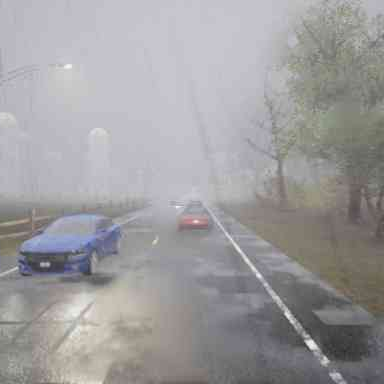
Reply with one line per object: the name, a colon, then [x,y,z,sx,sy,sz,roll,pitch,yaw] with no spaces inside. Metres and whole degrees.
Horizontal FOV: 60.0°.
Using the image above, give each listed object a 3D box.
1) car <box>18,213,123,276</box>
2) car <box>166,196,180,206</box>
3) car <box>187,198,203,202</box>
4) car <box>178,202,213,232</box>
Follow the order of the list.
car: [-3.549,1.488,10.573,1.882,1.535,5.008,0,0,0]
car: [-3.075,1.421,55.601,2.097,1.767,4.553,0,0,0]
car: [0.409,1.485,41.780,2.128,1.511,4.902,0,0,0]
car: [0.231,1.559,19.999,1.994,1.385,4.181,0,0,0]
